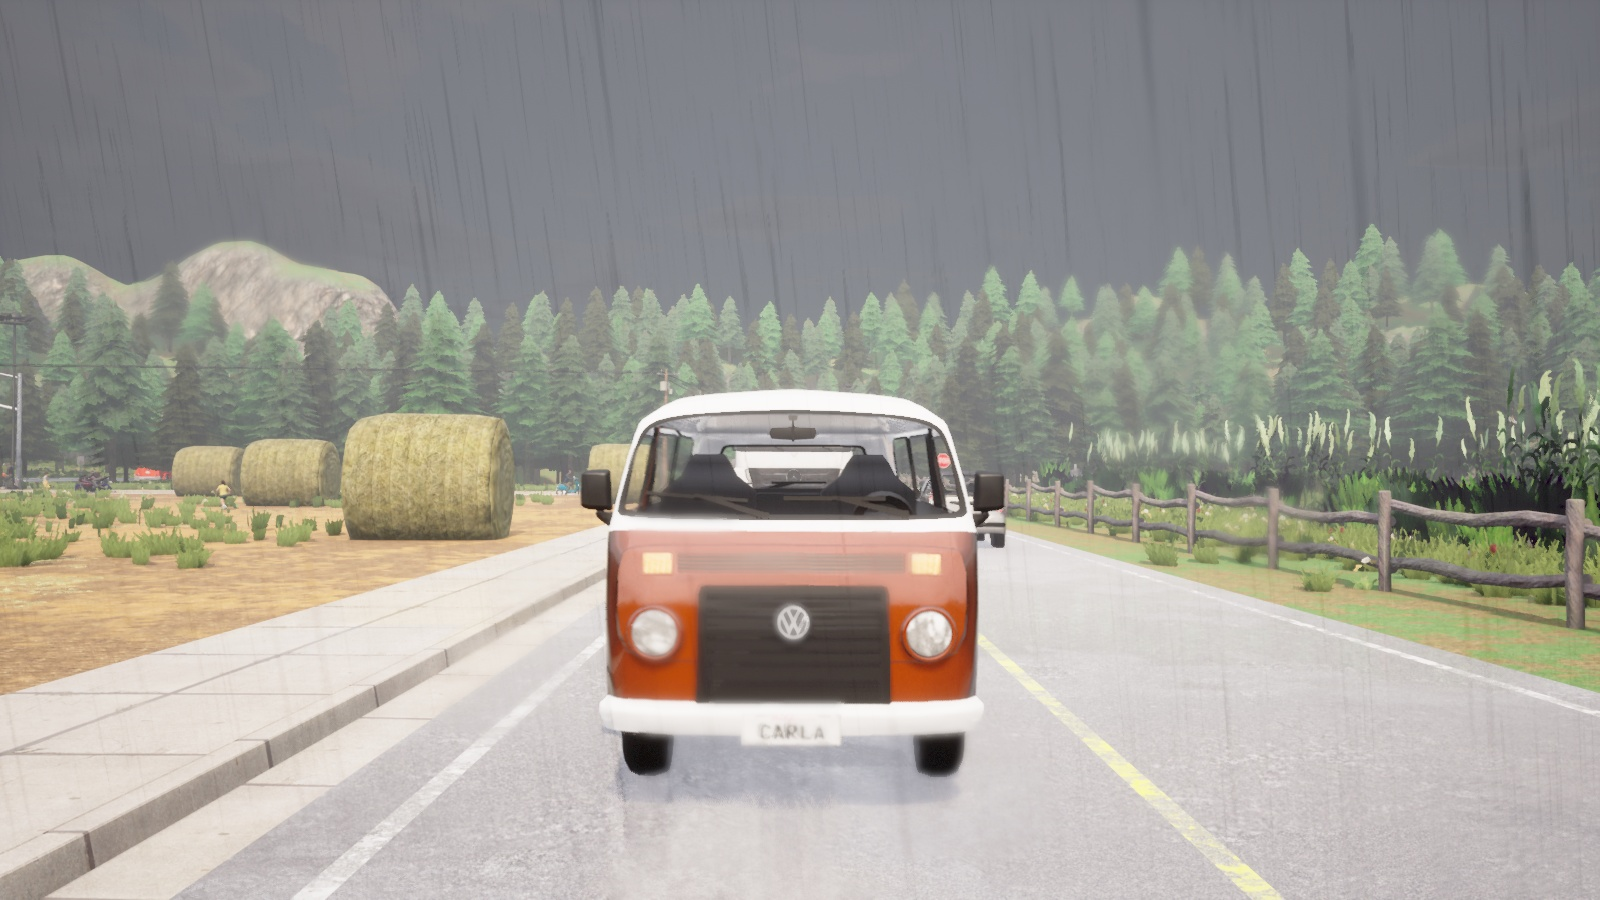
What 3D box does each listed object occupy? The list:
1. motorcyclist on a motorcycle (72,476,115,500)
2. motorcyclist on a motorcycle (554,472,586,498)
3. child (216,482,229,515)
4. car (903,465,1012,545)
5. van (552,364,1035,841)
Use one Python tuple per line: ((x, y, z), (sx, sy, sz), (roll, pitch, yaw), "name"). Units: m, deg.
((-44.225, 2.378, 78.594), (2.191, 1.530, 0.866), (0, -1, -3), "motorcyclist on a motorcycle")
((-14.043, 2.144, 76.696), (1.817, 1.590, 0.866), (0, -1, -3), "motorcyclist on a motorcycle")
((-19.723, 1.646, 42.920), (0.394, 1.110, 0.255), (-1, -1, 40), "child")
((3.373, 1.161, 27.559), (1.851, 1.617, 3.988), (0, -1, 0), "car")
((-0.039, 0.660, 7.638), (2.069, 2.038, 4.480), (0, 0, 0), "van")
